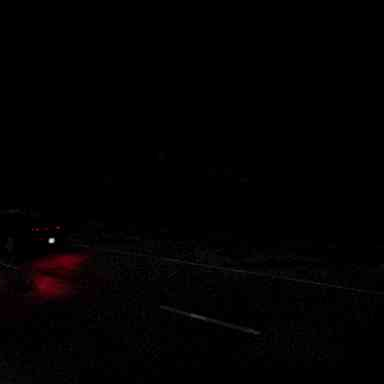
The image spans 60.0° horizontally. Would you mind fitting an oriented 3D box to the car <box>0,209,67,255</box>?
[{"bbox_3d":[-6.915,1.437,13.157,4.892,1.490,1.837,1,0,36],"label":"car"}]
